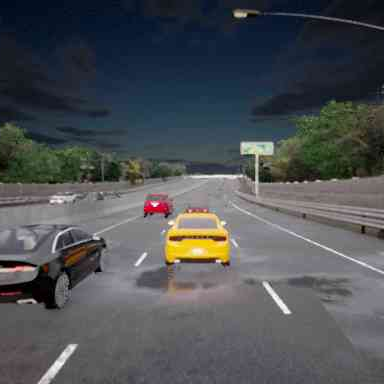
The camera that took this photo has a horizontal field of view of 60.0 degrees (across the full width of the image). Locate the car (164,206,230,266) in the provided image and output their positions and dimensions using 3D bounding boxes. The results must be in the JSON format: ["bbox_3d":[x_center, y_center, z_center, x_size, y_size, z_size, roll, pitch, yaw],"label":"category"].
[{"bbox_3d":[0.183,1.463,11.565,1.882,1.535,5.008,0,0,1],"label":"car"}]

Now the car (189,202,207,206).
[{"bbox_3d":[0.519,1.562,29.556,1.895,1.301,4.718,0,0,1],"label":"car"}]

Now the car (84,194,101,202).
[{"bbox_3d":[-16.203,1.080,55.027,2.097,1.767,4.553,0,1,3],"label":"car"}]

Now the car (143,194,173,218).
[{"bbox_3d":[-2.972,1.179,29.973,2.150,2.045,5.566,0,0,2],"label":"car"}]

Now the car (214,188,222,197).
[{"bbox_3d":[6.849,0.441,87.057,2.128,1.511,4.902,0,2,4],"label":"car"}]

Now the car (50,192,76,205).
[{"bbox_3d":[-19.875,0.998,51.633,2.150,2.045,5.566,0,1,3],"label":"car"}]

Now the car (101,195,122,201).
[{"bbox_3d":[-12.751,1.248,54.017,1.837,1.490,4.892,0,1,3],"label":"car"}]

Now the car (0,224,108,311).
[{"bbox_3d":[-3.352,1.480,7.721,2.128,1.511,4.902,0,0,0],"label":"car"}]
